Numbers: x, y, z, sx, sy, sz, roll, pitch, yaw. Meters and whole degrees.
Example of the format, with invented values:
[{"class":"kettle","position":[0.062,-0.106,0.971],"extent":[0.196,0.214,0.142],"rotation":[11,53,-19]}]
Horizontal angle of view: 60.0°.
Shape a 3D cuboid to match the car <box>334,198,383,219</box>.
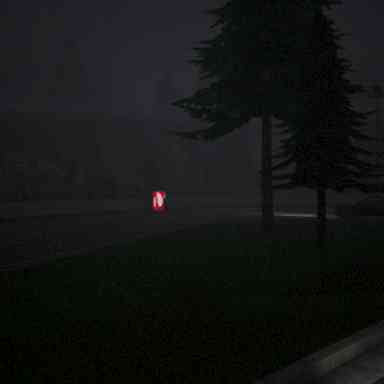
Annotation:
[{"class":"car","position":[12.417,1.140,22.917],"extent":[4.902,1.511,2.128],"rotation":[0,0,44]}]
